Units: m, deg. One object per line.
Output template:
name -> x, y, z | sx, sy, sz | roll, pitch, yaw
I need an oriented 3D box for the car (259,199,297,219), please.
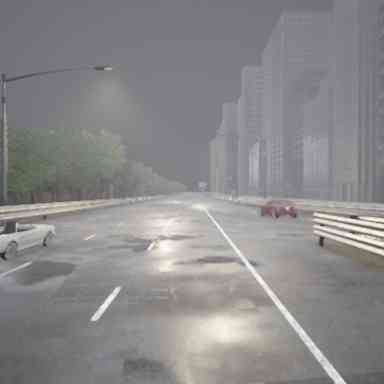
car -> 7.909, 1.495, 31.096 | 2.097, 1.767, 4.553 | 0, 0, -11

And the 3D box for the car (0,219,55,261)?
car -> -6.878, 1.650, 12.397 | 1.895, 1.301, 4.718 | 0, 0, 0
